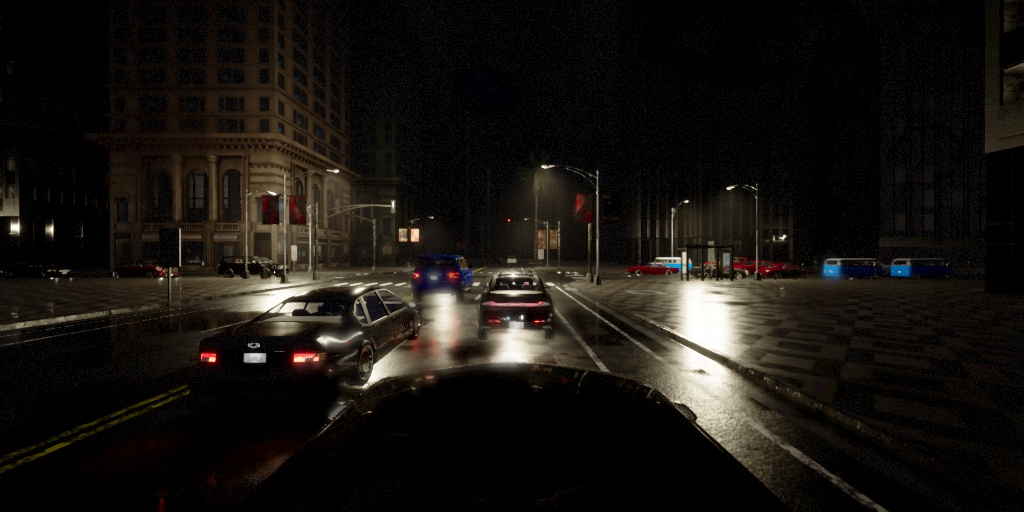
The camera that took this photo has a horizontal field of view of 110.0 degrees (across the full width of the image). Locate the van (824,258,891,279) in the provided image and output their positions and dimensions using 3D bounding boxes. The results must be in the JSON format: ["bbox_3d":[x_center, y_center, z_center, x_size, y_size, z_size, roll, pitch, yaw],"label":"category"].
[{"bbox_3d":[28.425,1.082,29.836,3.998,1.789,1.690,0,0,0],"label":"van"}]

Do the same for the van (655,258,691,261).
[{"bbox_3d":[17.064,1.065,38.356,3.998,1.789,1.690,0,0,0],"label":"van"}]

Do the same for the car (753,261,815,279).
[{"bbox_3d":[22.747,1.326,29.833,4.207,1.307,1.802,0,0,0],"label":"car"}]

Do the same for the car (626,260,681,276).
[{"bbox_3d":[13.893,1.335,35.691,4.718,1.301,1.895,0,0,2],"label":"car"}]

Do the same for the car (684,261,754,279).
[{"bbox_3d":[17.069,1.299,29.831,4.403,1.370,2.007,0,0,0],"label":"car"}]

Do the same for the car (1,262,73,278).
[{"bbox_3d":[-43.146,1.289,32.636,4.902,1.511,2.128,0,0,0],"label":"car"}]

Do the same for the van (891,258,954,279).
[{"bbox_3d":[34.101,1.080,29.838,3.998,1.789,1.690,0,0,0],"label":"van"}]

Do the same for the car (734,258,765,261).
[{"bbox_3d":[24.263,1.205,35.694,5.008,1.535,1.882,0,0,0],"label":"car"}]

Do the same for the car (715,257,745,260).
[{"bbox_3d":[22.742,1.035,38.358,5.009,1.841,2.192,0,0,0],"label":"car"}]

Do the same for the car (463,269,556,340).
[{"bbox_3d":[0.092,1.240,9.981,2.128,1.511,4.902,0,0,0],"label":"car"}]

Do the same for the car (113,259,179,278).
[{"bbox_3d":[-33.163,1.137,32.582,4.553,1.767,2.097,0,0,0],"label":"car"}]

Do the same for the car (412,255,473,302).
[{"bbox_3d":[-3.152,0.972,17.153,2.150,2.045,5.566,0,0,0],"label":"car"}]

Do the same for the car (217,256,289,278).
[{"bbox_3d":[-23.445,0.996,32.529,5.566,2.045,2.150,0,0,0],"label":"car"}]

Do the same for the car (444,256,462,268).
[{"bbox_3d":[-9.835,0.974,60.141,2.150,2.045,5.566,0,0,0],"label":"car"}]

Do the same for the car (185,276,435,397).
[{"bbox_3d":[-3.148,1.297,6.912,2.033,1.411,5.357,0,0,0],"label":"car"}]
